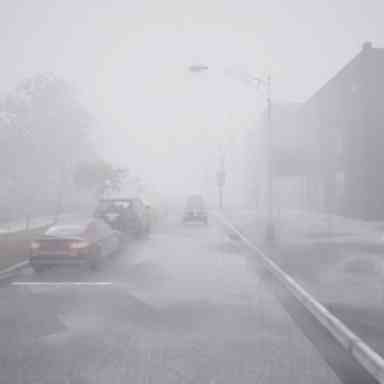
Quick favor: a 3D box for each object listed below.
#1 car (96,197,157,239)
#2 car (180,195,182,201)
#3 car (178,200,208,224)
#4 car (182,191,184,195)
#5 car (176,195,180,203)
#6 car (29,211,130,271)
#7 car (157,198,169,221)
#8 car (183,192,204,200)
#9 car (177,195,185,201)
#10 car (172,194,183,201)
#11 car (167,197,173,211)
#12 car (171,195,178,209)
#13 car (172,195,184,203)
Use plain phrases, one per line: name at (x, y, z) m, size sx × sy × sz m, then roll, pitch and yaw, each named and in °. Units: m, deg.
car at (-3.558, 1.300, 17.701) m, size 2.435 × 2.045 × 5.566 m, roll 0°, pitch 0°, yaw 1°
car at (-3.350, 1.656, 55.322) m, size 2.231 × 1.521 × 4.892 m, roll 0°, pitch -1°, yaw 3°
car at (0.235, 1.598, 25.086) m, size 2.033 × 1.411 × 5.357 m, roll 0°, pitch 0°, yaw 0°
car at (-3.269, 1.401, 69.817) m, size 2.435 × 2.045 × 5.566 m, roll 0°, pitch 0°, yaw 3°
car at (-3.381, 1.637, 49.766) m, size 2.097 × 1.535 × 5.008 m, roll 0°, pitch 0°, yaw 3°
car at (-3.594, 1.565, 10.955) m, size 2.002 × 1.452 × 4.674 m, roll 0°, pitch 0°, yaw 1°
car at (-3.502, 1.545, 27.584) m, size 2.097 × 1.535 × 5.008 m, roll 0°, pitch 0°, yaw 3°
car at (0.334, 1.323, 42.988) m, size 2.150 × 2.045 × 5.566 m, roll 0°, pitch 0°, yaw 0°
car at (-3.129, 1.673, 94.321) m, size 1.946 × 1.575 × 5.366 m, roll 0°, pitch 1°, yaw 3°
car at (-3.319, 1.652, 60.863) m, size 2.097 × 1.535 × 5.008 m, roll 0°, pitch 0°, yaw 3°
car at (-3.472, 1.573, 33.132) m, size 2.097 × 1.535 × 5.008 m, roll 0°, pitch 0°, yaw 3°
car at (-3.408, 1.601, 43.384) m, size 1.946 × 1.575 × 5.366 m, roll 0°, pitch 0°, yaw 3°
car at (-3.230, 1.545, 77.470) m, size 2.185 × 1.767 × 4.553 m, roll 0°, pitch 0°, yaw 3°
